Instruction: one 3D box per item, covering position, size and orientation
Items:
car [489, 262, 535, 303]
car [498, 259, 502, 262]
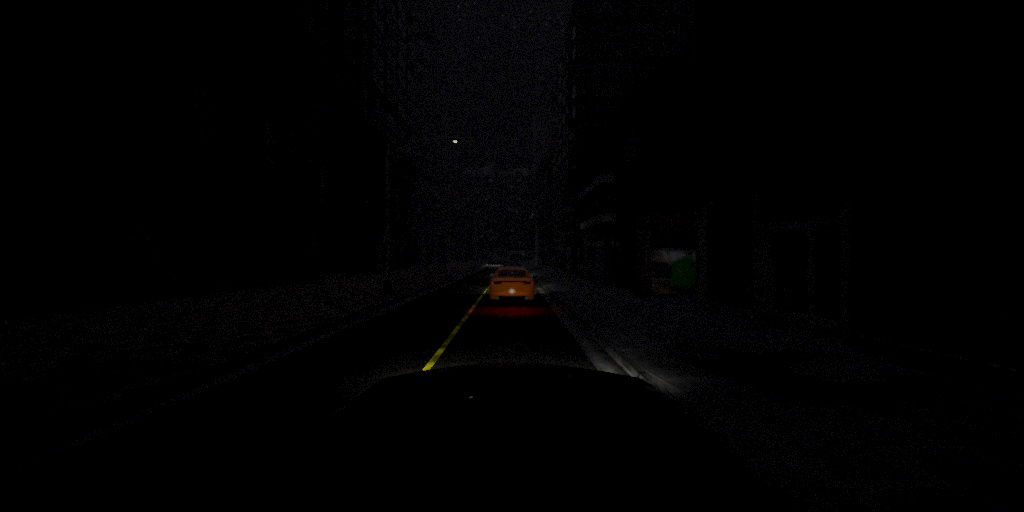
[{"bbox_3d":[0.000,1.229,16.493,1.882,1.535,5.008,0,0,0],"label":"car"},{"bbox_3d":[-0.005,1.225,31.495,1.882,1.535,5.008,0,0,0],"label":"car"}]
